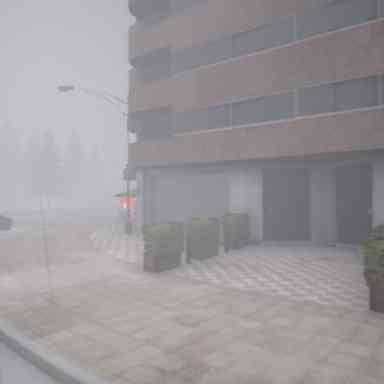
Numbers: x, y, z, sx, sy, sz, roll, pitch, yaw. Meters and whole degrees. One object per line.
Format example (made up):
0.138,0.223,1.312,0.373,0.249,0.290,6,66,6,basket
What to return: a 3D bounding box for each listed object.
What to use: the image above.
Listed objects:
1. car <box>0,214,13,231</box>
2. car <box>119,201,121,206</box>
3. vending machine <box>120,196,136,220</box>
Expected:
-12.404,1.751,19.585,1.994,1.385,4.181,0,0,-2,car
-8.839,1.554,52.287,2.150,2.045,5.566,-1,-1,36,car
-5.708,1.386,29.714,1.100,2.100,0.880,-1,0,26,vending machine
